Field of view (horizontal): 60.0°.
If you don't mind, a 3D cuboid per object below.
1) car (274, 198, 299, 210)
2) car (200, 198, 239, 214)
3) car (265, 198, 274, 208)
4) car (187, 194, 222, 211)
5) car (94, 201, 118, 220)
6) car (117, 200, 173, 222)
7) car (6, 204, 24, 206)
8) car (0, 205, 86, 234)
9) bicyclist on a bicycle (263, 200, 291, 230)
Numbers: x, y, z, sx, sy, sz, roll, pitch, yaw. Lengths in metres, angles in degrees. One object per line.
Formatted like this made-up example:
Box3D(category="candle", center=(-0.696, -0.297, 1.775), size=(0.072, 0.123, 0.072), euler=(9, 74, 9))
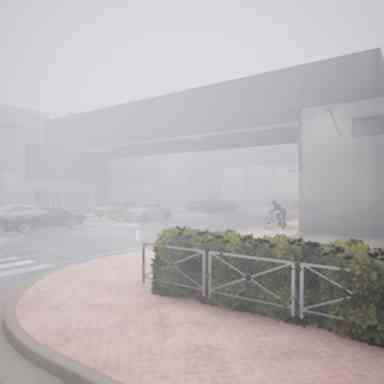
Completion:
Box3D(category="car", center=(12.842, 1.533, 43.518), size=(1.812, 1.442, 4.674), euler=(0, 0, 36))
Box3D(category="car", center=(3.281, 1.610, 36.375), size=(1.895, 1.301, 4.718), euler=(0, 0, 36))
Box3D(category="car", center=(12.415, 1.574, 49.052), size=(1.994, 1.385, 4.181), euler=(0, 0, 35))
Box3D(category="car", center=(1.713, 1.231, 40.196), size=(2.150, 2.045, 5.566), euler=(0, 0, 35))
Box3D(category="car", center=(-6.191, 1.488, 29.103), size=(1.882, 1.535, 5.008), euler=(0, 0, 35))
Box3D(category="car", center=(-3.445, 1.535, 26.925), size=(1.812, 1.442, 4.674), euler=(0, 0, 36))
Box3D(category="car", center=(-11.635, 1.536, 21.521), size=(1.812, 1.442, 4.674), euler=(0, 0, 37))
Box3D(category="car", center=(-8.749, 1.610, 19.468), size=(1.895, 1.301, 4.718), euler=(0, 0, 35))
Box3D(category="bicyclist on a bicycle", center=(4.767, 1.307, 18.659), size=(1.656, 1.620, 0.582), euler=(0, 0, 35))
